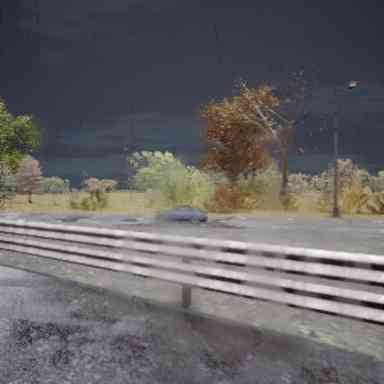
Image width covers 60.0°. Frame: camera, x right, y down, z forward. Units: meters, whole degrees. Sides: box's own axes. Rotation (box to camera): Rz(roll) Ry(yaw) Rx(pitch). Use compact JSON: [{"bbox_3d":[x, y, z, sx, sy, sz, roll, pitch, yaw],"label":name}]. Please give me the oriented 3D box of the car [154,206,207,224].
[{"bbox_3d":[-0.869,1.800,26.611,4.181,1.385,1.994,0,0,14],"label":"car"}]
